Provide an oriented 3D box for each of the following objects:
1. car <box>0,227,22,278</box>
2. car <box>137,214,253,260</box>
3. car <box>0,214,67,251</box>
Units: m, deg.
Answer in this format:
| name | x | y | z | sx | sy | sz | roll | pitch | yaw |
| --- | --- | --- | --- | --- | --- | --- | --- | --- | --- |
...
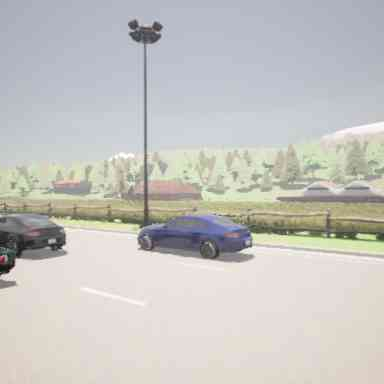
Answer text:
| name | x | y | z | sx | sy | sz | roll | pitch | yaw |
| --- | --- | --- | --- | --- | --- | --- | --- | --- | --- |
| car | -6.712 | 1.652 | 8.770 | 4.718 | 1.301 | 1.895 | 0 | 0 | 35 |
| car | 0.016 | 1.556 | 12.575 | 4.674 | 1.442 | 1.812 | 0 | 0 | 35 |
| car | -6.846 | 1.588 | 13.162 | 4.674 | 1.442 | 1.812 | 0 | 0 | 35 |
